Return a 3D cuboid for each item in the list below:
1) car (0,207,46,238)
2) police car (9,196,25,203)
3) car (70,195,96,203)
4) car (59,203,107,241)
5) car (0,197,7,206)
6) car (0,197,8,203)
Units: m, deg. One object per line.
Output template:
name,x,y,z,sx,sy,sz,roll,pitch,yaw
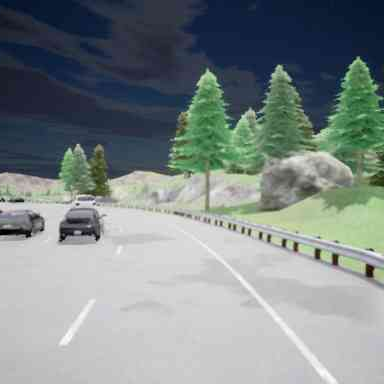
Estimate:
car,-9.389,1.646,18.155,1.994,1.385,4.181,0,0,-13
police car,-40.293,1.772,76.335,5.238,1.638,1.930,0,0,41
car,-11.433,1.351,34.938,2.150,2.045,5.566,0,0,-24
car,-5.597,1.569,17.229,1.837,1.490,4.892,0,0,-12
car,-13.694,1.328,21.063,2.150,2.045,5.566,0,0,-16
car,-47.793,1.919,82.782,4.674,1.442,1.812,0,0,41
